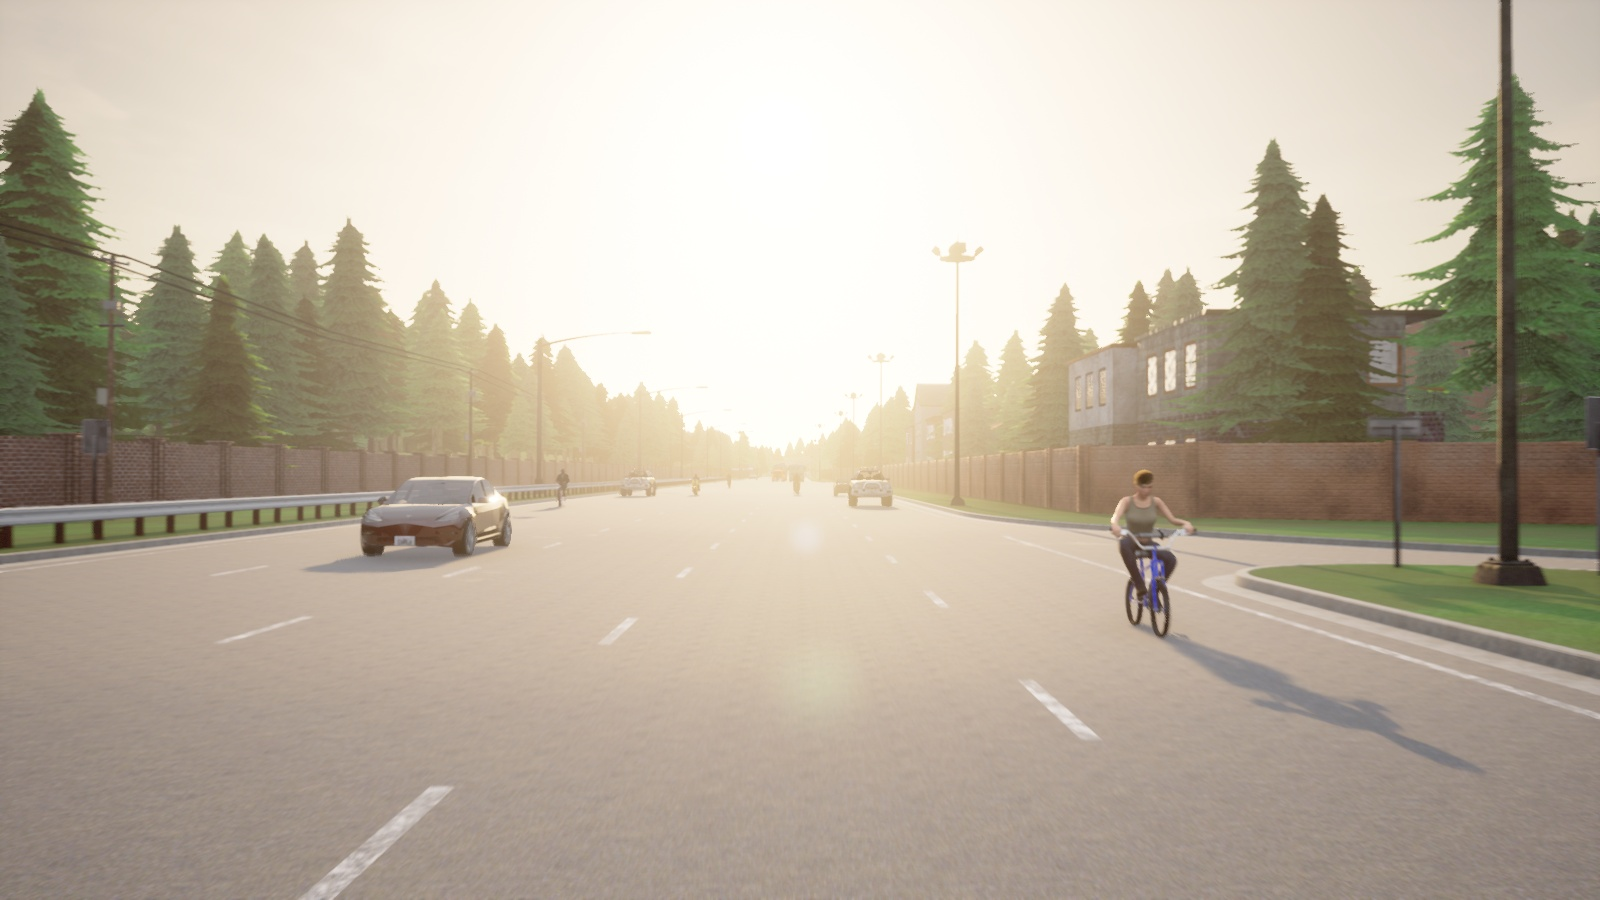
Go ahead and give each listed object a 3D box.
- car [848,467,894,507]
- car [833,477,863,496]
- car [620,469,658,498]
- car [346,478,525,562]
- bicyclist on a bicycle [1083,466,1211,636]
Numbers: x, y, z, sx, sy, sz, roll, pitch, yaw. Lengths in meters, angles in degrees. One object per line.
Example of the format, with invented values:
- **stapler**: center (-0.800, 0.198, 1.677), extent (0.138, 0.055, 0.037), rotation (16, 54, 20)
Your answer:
- **car**: center (3.350, 1.743, 60.304), extent (1.932, 1.855, 4.605), rotation (0, -1, 0)
- **car**: center (3.285, 2.526, 87.104), extent (1.895, 1.301, 4.718), rotation (0, -1, 0)
- **car**: center (-10.708, 2.238, 83.860), extent (1.932, 1.855, 4.605), rotation (0, -1, 0)
- **car**: center (-7.062, 1.310, 24.925), extent (2.163, 1.488, 4.792), rotation (0, -1, 0)
- **bicyclist on a bicycle**: center (3.473, 0.977, 12.694), extent (0.866, 1.612, 1.509), rotation (0, -1, 0)
